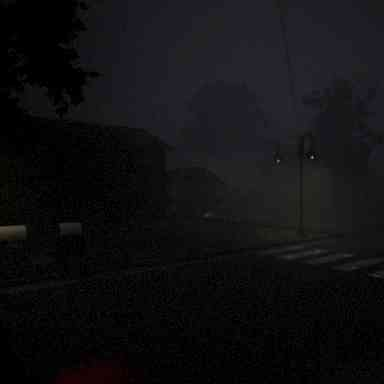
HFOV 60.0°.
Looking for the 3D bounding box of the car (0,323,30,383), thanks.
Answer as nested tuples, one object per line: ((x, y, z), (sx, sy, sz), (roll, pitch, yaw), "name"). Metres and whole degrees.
((-3.621, 1.560, 1.411), (5.357, 1.411, 2.033), (0, 0, -35), "car")
